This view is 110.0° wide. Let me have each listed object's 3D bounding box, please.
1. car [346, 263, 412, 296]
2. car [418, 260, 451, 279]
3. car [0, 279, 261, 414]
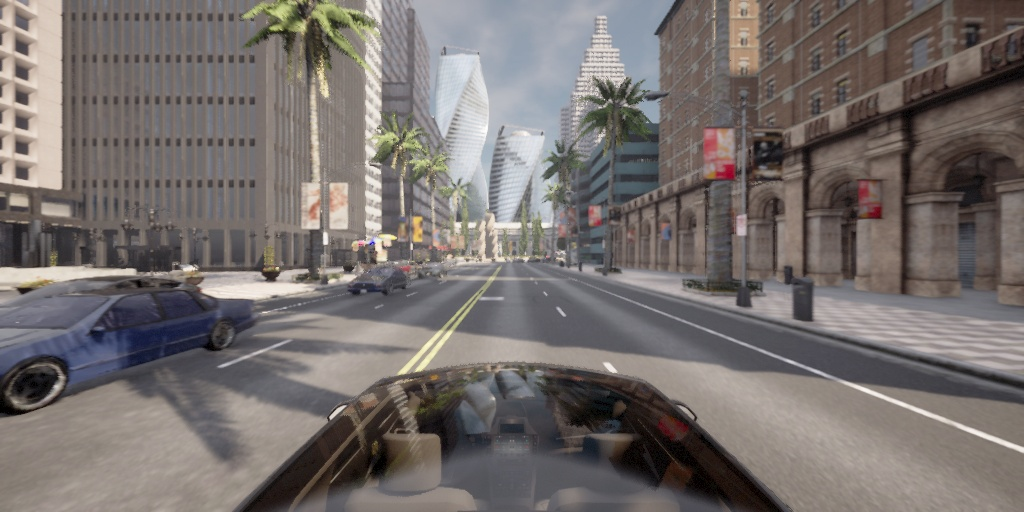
[{"bbox_3d":[-7.073,1.293,19.763,2.033,1.411,5.357,0,0,0],"label":"car"},{"bbox_3d":[-7.026,1.305,32.116,1.994,1.385,4.181,0,0,-1],"label":"car"},{"bbox_3d":[-6.999,1.297,6.268,2.033,1.411,5.357,0,0,0],"label":"car"}]
